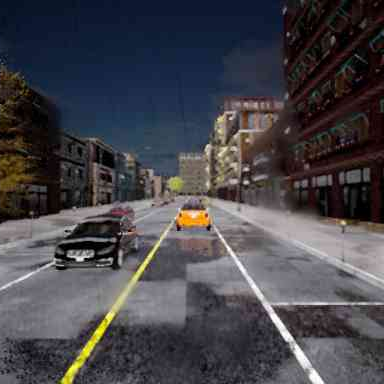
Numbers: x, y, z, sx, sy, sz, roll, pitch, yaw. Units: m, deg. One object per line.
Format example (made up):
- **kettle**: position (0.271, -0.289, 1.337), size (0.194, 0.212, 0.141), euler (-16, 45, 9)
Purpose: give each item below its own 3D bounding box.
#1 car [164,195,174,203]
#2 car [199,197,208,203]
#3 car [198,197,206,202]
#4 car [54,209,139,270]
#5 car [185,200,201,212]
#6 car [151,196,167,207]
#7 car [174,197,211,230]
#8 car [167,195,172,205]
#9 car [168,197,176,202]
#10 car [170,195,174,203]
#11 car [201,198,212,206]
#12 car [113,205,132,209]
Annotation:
- **car**: position (-5.676, 1.730, 83.935), size (2.192, 1.841, 5.009), euler (1, 0, 0)
- **car**: position (2.699, 1.968, 78.308), size (1.802, 1.307, 4.206), euler (1, 0, 0)
- **car**: position (2.699, 1.989, 89.681), size (1.887, 1.381, 4.507), euler (1, 0, 0)
- **car**: position (-3.001, 1.560, 11.325), size (1.837, 1.490, 4.892), euler (0, 0, 0)
- **car**: position (0.098, 1.764, 44.435), size (2.033, 1.411, 5.357), euler (0, 0, 0)
- **car**: position (-5.678, 1.711, 55.501), size (1.967, 1.590, 4.097), euler (1, 0, 0)
- **car**: position (0.099, 1.460, 22.038), size (2.097, 1.767, 4.553), euler (0, 0, 0)
- **car**: position (-5.681, 1.894, 66.874), size (1.947, 1.339, 4.313), euler (1, 0, 0)
- **car**: position (-5.690, 2.056, 95.307), size (1.802, 1.307, 4.206), euler (1, 0, 0)
- **car**: position (-5.679, 1.797, 72.561), size (1.967, 1.590, 4.097), euler (1, 0, 0)
- **car**: position (2.700, 1.826, 61.419), size (1.752, 1.417, 4.829), euler (1, 0, 0)
- **car**: position (-5.679, 1.714, 27.067), size (1.802, 1.307, 4.206), euler (1, 0, 0)
